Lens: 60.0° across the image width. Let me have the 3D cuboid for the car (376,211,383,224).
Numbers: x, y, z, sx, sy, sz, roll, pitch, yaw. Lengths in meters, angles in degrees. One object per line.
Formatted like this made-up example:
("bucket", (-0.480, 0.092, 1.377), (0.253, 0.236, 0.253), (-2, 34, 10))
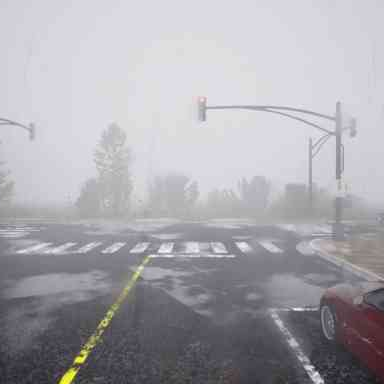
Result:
("car", (14.557, 1.475, 21.703), (4.674, 1.442, 1.812), (0, 1, 0))

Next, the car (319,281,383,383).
("car", (2.813, 1.581, 3.545), (1.802, 1.307, 4.206), (-1, 0, 0))
